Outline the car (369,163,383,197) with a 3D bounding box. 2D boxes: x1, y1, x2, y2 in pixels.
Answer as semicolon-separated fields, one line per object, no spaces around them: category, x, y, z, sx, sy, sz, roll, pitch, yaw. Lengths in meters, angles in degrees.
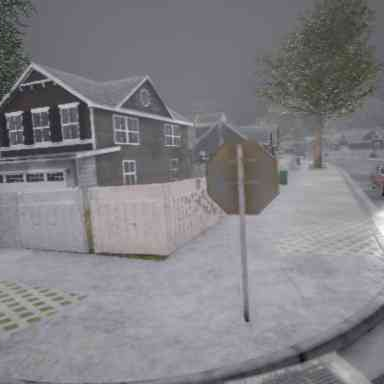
car;9.112;-0.624;14.668;1.895;1.301;4.718;-1;6;22
